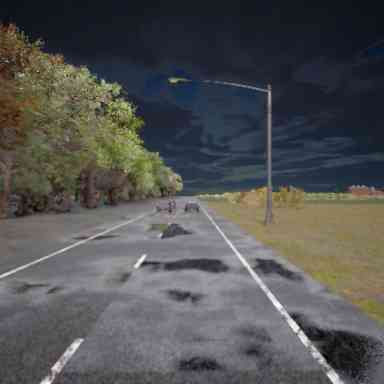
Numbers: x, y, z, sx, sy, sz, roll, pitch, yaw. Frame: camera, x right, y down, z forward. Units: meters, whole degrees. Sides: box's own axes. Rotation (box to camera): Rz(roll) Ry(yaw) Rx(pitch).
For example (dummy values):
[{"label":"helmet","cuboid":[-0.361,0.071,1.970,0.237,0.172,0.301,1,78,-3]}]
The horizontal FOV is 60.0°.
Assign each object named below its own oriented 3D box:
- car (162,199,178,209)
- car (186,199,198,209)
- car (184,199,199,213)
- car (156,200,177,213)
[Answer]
[{"label":"car","cuboid":[-3.506,1.949,53.732,2.128,1.511,4.902,0,0,0]},{"label":"car","cuboid":[-0.007,1.935,53.755,1.882,1.535,5.008,0,0,0]},{"label":"car","cuboid":[-0.006,1.875,43.150,1.837,1.490,4.892,0,0,0]},{"label":"car","cuboid":[-3.505,1.861,43.150,2.128,1.511,4.902,0,0,0]}]
